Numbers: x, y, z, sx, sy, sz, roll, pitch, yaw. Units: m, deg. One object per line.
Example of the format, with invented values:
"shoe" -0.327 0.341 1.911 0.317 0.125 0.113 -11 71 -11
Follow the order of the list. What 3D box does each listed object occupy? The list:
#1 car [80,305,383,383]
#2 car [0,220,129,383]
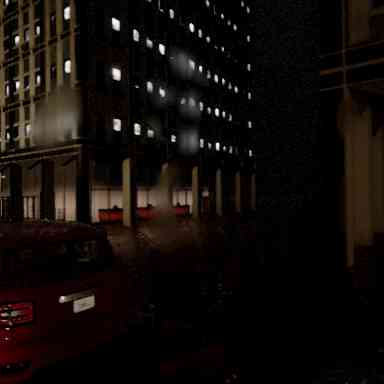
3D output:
"car" 1.469 1.580 1.834 4.206 1.307 1.802 -1 -1 36
"car" -3.158 1.366 5.138 5.009 1.841 2.192 -1 -1 36
